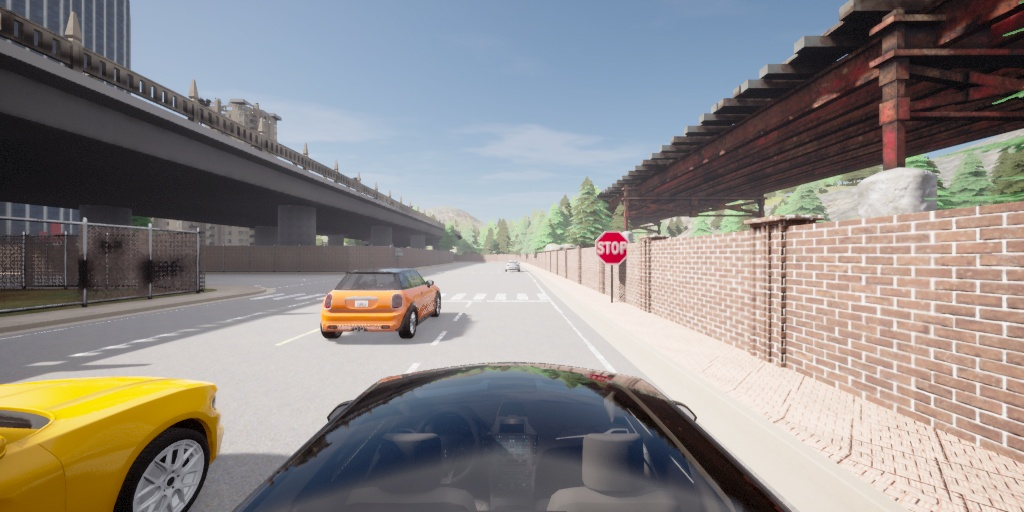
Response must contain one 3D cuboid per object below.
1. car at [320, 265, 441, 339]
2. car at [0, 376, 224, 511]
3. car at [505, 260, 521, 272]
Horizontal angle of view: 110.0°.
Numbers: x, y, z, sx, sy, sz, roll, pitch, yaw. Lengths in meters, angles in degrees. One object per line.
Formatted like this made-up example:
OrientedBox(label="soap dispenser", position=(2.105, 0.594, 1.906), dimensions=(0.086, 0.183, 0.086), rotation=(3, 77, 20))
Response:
OrientedBox(label="car", position=(-3.419, 1.102, 10.262), dimensions=(2.097, 1.767, 4.553), rotation=(0, 0, 0))
OrientedBox(label="car", position=(-3.396, 1.228, 1.005), dimensions=(1.882, 1.535, 5.008), rotation=(0, 0, 0))
OrientedBox(label="car", position=(0.082, 1.276, 46.167), dimensions=(1.812, 1.442, 4.674), rotation=(0, 0, -1))
